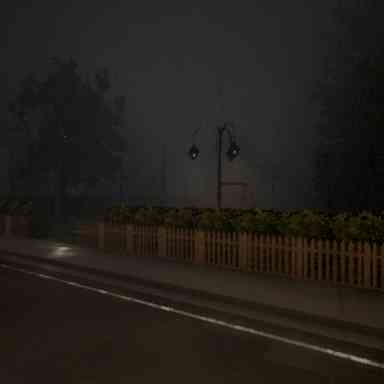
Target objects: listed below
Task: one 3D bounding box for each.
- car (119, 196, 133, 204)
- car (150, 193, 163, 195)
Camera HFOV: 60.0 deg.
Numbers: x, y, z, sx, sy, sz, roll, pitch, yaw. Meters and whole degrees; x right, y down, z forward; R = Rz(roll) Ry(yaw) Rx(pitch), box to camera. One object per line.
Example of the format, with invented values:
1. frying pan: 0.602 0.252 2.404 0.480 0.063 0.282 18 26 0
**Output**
1. car: -10.423 1.494 57.542 2.128 1.511 4.902 0 0 35
2. car: -7.625 1.326 67.731 2.150 2.045 5.566 0 0 35
